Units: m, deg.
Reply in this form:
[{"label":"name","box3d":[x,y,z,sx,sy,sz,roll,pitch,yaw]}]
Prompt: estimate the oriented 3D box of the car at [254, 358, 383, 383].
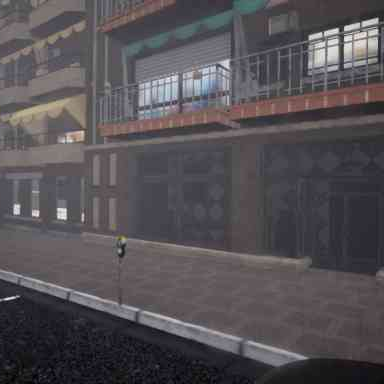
[{"label":"car","box3d":[2.147,1.551,1.326,4.403,1.369,2.008,0,1,36]}]
